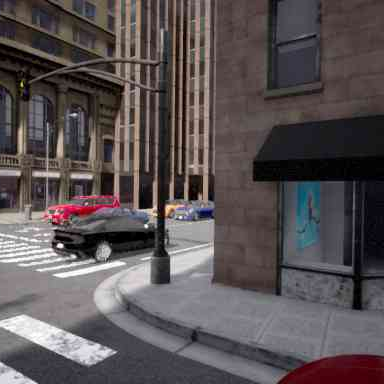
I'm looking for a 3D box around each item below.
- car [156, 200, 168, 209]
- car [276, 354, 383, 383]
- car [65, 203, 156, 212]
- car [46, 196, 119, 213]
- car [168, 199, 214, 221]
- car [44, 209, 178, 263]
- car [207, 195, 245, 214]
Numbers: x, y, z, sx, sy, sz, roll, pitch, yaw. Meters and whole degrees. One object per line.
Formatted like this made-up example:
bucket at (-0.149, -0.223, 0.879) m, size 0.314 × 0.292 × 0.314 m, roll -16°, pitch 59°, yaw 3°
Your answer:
car at (-1.851, 1.504, 31.873) m, size 2.097 × 1.767 × 4.553 m, roll 1°, pitch 0°, yaw 35°
car at (2.411, 1.545, 1.255) m, size 4.507 × 1.381 × 1.887 m, roll 0°, pitch 1°, yaw 35°
car at (-5.087, 1.658, 21.595) m, size 2.033 × 1.411 × 5.357 m, roll 1°, pitch 0°, yaw 35°
car at (-7.552, 1.289, 23.734) m, size 2.150 × 2.045 × 5.566 m, roll 1°, pitch 0°, yaw 35°
car at (0.347, 1.544, 29.345) m, size 2.097 × 1.767 × 4.553 m, roll 1°, pitch 0°, yaw 35°
car at (-2.926, 1.643, 13.006) m, size 1.882 × 1.535 × 5.008 m, roll 1°, pitch 0°, yaw 35°
car at (4.232, 1.465, 40.543) m, size 2.150 × 2.045 × 5.566 m, roll 1°, pitch 0°, yaw 35°
